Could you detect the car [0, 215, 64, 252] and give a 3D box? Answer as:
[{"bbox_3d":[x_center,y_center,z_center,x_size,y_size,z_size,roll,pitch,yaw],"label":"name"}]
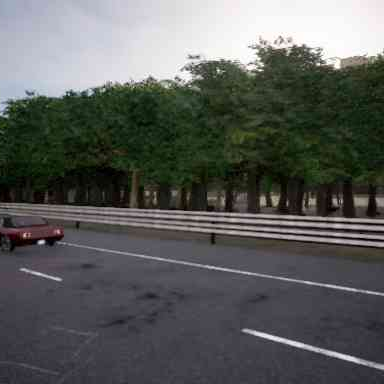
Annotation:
[{"bbox_3d":[-7.492,1.617,14.019,4.718,1.301,1.895,0,0,38],"label":"car"}]
